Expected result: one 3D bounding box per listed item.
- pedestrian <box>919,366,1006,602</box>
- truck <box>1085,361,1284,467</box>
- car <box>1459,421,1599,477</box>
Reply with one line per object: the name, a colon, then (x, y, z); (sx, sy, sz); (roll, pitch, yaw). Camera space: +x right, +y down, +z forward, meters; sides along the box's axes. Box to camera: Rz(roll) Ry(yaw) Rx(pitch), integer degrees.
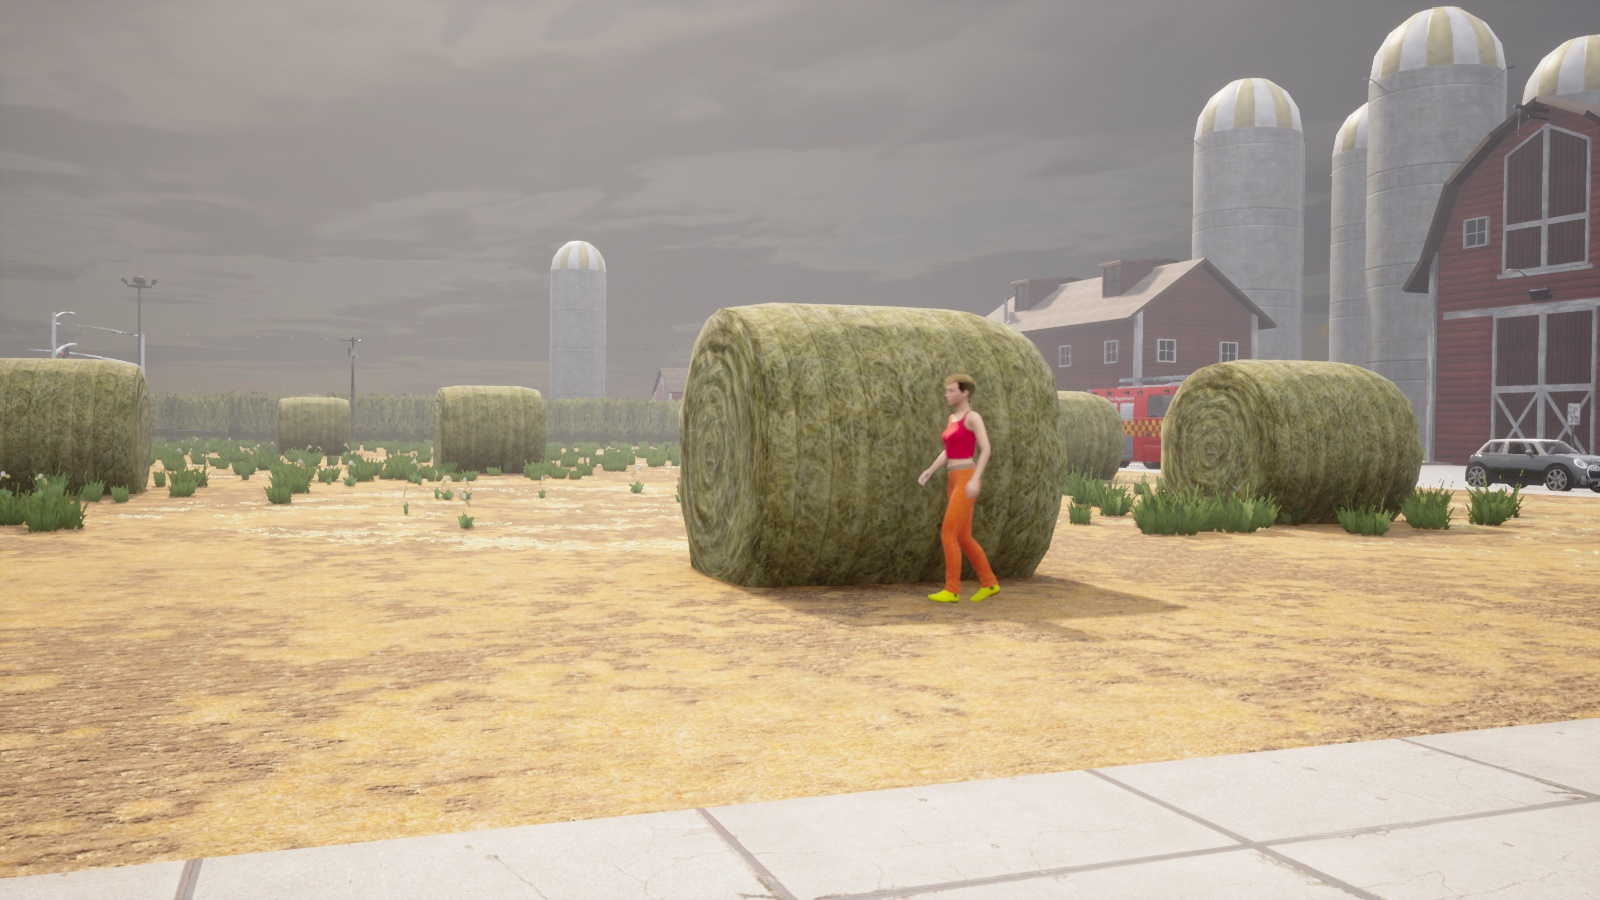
pedestrian: (1.288, 0.257, 9.984); (0.594, 1.836, 0.345); (-1, 1, -12)
truck: (15.082, -1.387, 50.129); (2.891, 3.827, 8.468); (-2, 1, -22)
car: (20.982, -0.067, 35.478); (1.970, 1.475, 3.806); (-1, 1, -22)
